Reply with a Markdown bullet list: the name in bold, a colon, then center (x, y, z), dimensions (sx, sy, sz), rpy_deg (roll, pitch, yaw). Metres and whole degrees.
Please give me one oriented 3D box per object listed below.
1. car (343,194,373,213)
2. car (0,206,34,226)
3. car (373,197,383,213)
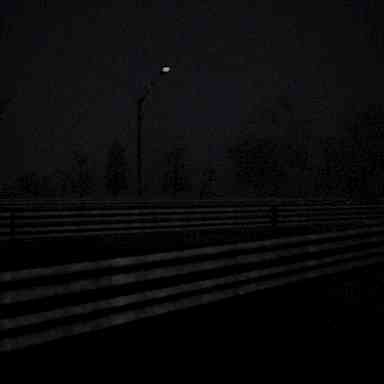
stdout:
- **car**: center (17.610, 1.114, 33.722), dimensions (4.553, 1.767, 2.097), rpy_deg (0, 0, -23)
- **car**: center (-10.873, 1.169, 17.099), dimensions (5.008, 1.535, 1.882), rpy_deg (0, 0, -25)
- **car**: center (19.352, 1.288, 30.652), dimensions (4.674, 1.442, 1.812), rpy_deg (0, 0, -23)
